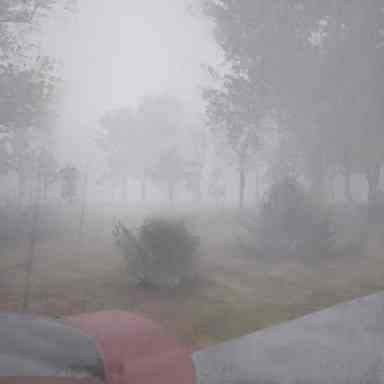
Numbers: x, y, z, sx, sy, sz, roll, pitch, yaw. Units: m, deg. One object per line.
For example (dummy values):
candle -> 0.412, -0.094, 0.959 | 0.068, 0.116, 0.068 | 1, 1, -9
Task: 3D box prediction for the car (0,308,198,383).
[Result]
car -> -2.242, 1.476, 1.406 | 5.008, 1.535, 1.882 | 0, 0, -35
